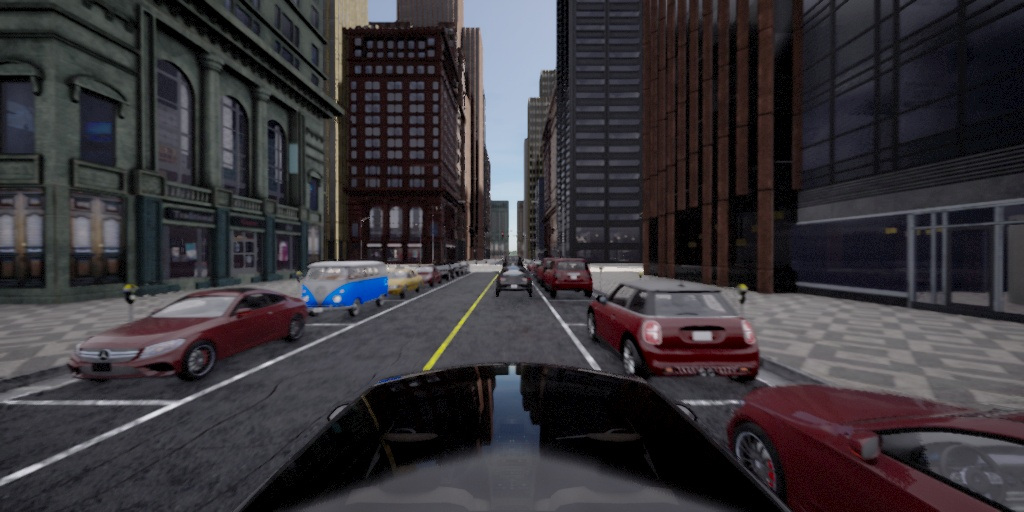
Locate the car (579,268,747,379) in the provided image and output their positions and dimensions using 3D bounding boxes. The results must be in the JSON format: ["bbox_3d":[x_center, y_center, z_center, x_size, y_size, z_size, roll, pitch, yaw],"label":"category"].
[{"bbox_3d":[2.762,1.179,7.136,1.967,1.591,4.097,0,0,0],"label":"car"}]

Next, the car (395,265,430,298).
[{"bbox_3d":[-5.763,1.245,18.234,1.751,1.417,4.829,0,0,0],"label":"car"}]

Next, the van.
[{"bbox_3d":[-5.763,1.070,12.768,1.690,1.789,3.998,0,0,0],"label":"van"}]

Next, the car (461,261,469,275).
[{"bbox_3d":[-5.763,1.260,35.314,1.948,1.339,4.313,0,0,0],"label":"car"}]

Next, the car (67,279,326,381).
[{"bbox_3d":[-5.763,1.322,7.132,1.802,1.307,4.207,0,0,0],"label":"car"}]

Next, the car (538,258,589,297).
[{"bbox_3d":[2.762,1.033,18.407,2.192,1.841,5.009,0,0,0],"label":"car"}]

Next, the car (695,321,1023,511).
[{"bbox_3d":[2.762,1.332,1.500,1.802,1.307,4.207,0,0,0],"label":"car"}]

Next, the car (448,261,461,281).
[{"bbox_3d":[-5.763,1.268,29.677,1.948,1.339,4.313,0,0,0],"label":"car"}]

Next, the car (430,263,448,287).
[{"bbox_3d":[-5.763,1.292,24.041,1.802,1.307,4.207,0,0,0],"label":"car"}]

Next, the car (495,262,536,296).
[{"bbox_3d":[0.099,1.243,19.022,1.812,1.442,4.674,0,0,0],"label":"car"}]

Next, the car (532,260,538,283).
[{"bbox_3d":[2.762,1.024,24.044,2.192,1.841,5.009,0,0,0],"label":"car"}]

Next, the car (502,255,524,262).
[{"bbox_3d":[0.100,0.912,37.468,2.150,2.045,5.566,0,0,0],"label":"car"}]
